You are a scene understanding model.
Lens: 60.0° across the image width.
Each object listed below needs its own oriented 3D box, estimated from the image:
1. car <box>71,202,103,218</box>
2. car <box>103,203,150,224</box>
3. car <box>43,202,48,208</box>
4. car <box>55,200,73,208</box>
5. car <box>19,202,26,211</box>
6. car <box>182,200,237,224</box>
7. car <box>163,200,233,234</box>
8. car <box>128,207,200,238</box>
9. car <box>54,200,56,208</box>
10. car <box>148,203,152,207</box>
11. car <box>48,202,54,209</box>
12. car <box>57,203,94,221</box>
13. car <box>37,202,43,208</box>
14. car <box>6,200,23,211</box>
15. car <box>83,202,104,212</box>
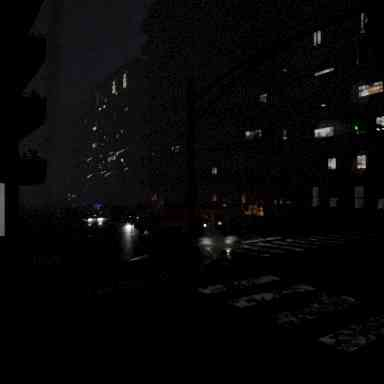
[{"bbox_3d":[-12.198,2.234,38.685,2.033,1.411,5.357,0,-1,-36],"label":"car"},{"bbox_3d":[-6.048,2.003,30.181,1.837,1.490,4.892,0,-1,-36],"label":"car"},{"bbox_3d":[-31.763,2.973,75.450,1.947,1.339,4.313,-1,0,-36],"label":"car"},{"bbox_3d":[-20.828,2.515,56.024,2.128,1.511,4.902,0,-1,-36],"label":"car"},{"bbox_3d":[-31.840,2.770,61.332,1.887,1.381,4.507,-1,0,-36],"label":"car"},{"bbox_3d":[1.464,1.713,29.592,2.192,1.841,5.009,-1,0,-36],"label":"car"},{"bbox_3d":[0.013,1.532,21.804,2.150,2.045,5.566,0,-1,-36],"label":"car"},{"bbox_3d":[-1.829,1.833,19.920,1.752,1.417,4.829,-1,0,-36],"label":"car"},{"bbox_3d":[-25.122,2.524,66.278,2.192,1.841,5.009,-1,0,-36],"label":"car"},{"bbox_3d":[-5.562,1.908,34.960,2.097,1.767,4.553,0,-1,-36],"label":"car"},{"bbox_3d":[-28.446,2.624,70.865,2.192,1.841,5.009,-1,0,-36],"label":"car"},{"bbox_3d":[-11.899,2.163,33.816,1.887,1.381,4.507,-1,0,-36],"label":"car"},{"bbox_3d":[-35.087,3.050,80.036,1.887,1.381,4.507,-1,0,-36],"label":"car"},{"bbox_3d":[-35.169,2.640,65.917,2.192,1.841,5.009,-1,0,-36],"label":"car"},{"bbox_3d":[-16.368,2.433,55.051,1.882,1.535,5.008,0,-1,-36],"label":"car"}]
